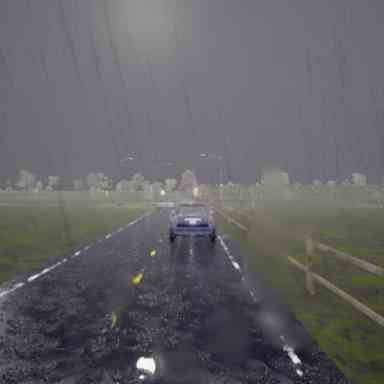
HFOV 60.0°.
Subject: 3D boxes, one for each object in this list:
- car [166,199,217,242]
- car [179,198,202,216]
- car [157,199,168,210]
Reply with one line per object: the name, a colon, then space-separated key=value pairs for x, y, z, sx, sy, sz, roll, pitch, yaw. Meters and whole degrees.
car: x=0.022 y=1.329 z=16.461 sx=2.097 sy=1.767 sz=4.553 roll=0 pitch=0 yaw=0
car: x=-0.174 y=1.439 z=32.843 sx=2.128 sy=1.511 sz=4.902 roll=0 pitch=0 yaw=-1
car: x=-3.175 y=1.535 z=40.456 sx=1.895 sy=1.301 sz=4.718 roll=0 pitch=0 yaw=-1
